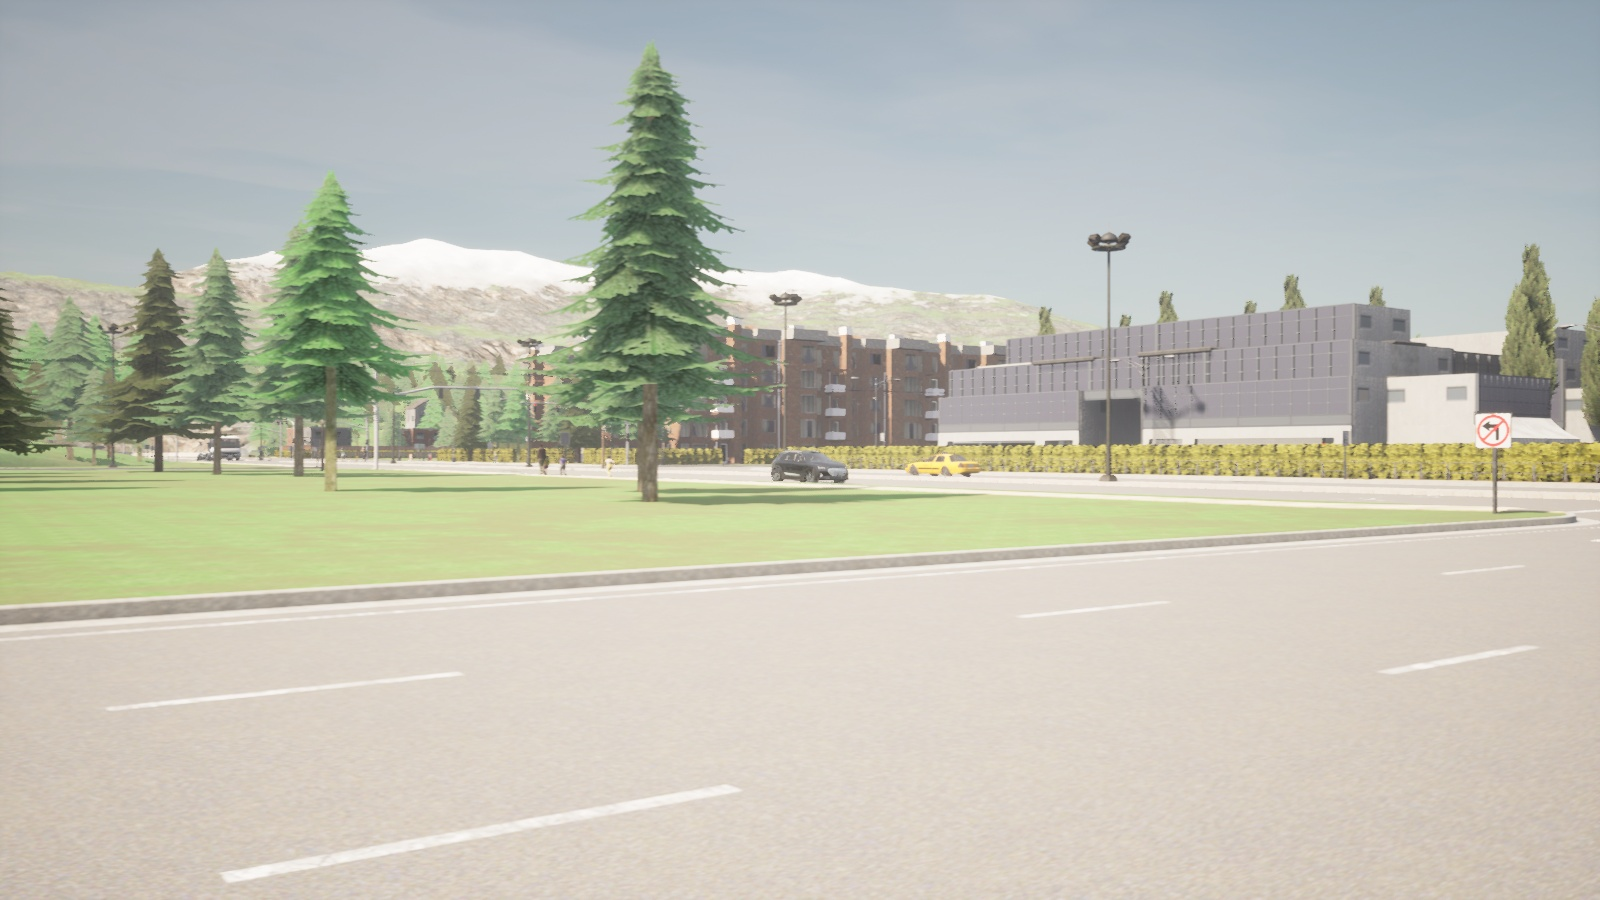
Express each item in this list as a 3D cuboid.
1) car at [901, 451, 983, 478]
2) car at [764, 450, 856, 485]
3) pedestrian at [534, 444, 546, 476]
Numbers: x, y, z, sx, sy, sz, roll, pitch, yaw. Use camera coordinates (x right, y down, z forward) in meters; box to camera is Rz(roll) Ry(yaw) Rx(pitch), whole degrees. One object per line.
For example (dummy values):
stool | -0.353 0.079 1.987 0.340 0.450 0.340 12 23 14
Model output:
car | 8.515 0.851 75.673 1.801 1.575 5.366 0 0 -35
car | 0.416 0.824 61.122 2.033 1.649 4.856 0 0 -35
pedestrian | -15.021 0.594 72.631 0.431 1.840 0.703 0 0 -35
